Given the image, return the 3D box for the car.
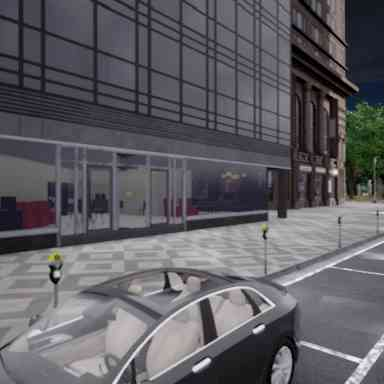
[{"bbox_3d":[-0.471,1.551,3.199,2.008,1.369,4.403,0,0,42],"label":"car"}]
